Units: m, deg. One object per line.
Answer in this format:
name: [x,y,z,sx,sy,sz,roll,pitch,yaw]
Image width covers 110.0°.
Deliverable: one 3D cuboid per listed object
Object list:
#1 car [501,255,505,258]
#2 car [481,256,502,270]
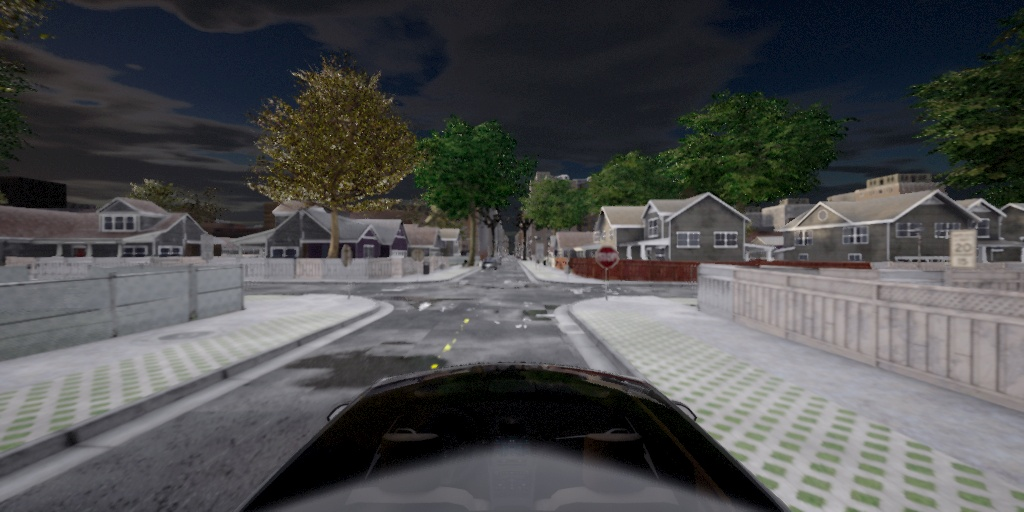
car: [-2.718,0.907,60.986,2.128,1.511,4.902,0,0,1]
car: [-2.777,0.992,44.894,2.128,1.511,4.902,0,0,0]
